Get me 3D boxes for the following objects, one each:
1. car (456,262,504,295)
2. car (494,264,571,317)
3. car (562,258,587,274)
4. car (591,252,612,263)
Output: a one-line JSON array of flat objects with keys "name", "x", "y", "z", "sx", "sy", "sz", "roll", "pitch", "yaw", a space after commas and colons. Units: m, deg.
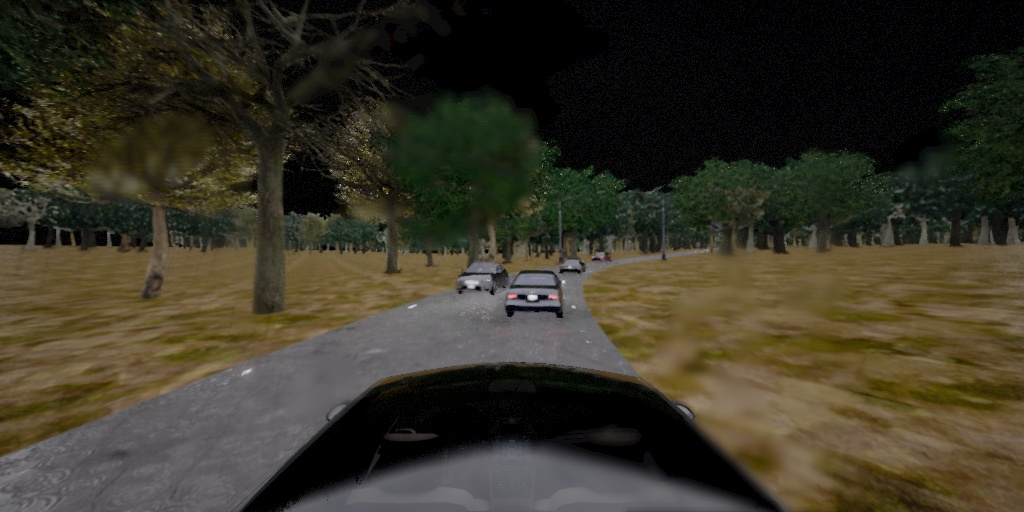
[{"name": "car", "x": -1.406, "y": 1.081, "z": 18.480, "sx": 2.128, "sy": 1.511, "sz": 4.902, "roll": 0, "pitch": 1, "yaw": 10}, {"name": "car", "x": 0.904, "y": 1.207, "z": 12.789, "sx": 2.033, "sy": 1.411, "sz": 5.357, "roll": 0, "pitch": 1, "yaw": 7}, {"name": "car", "x": 5.694, "y": 0.898, "z": 33.113, "sx": 1.994, "sy": 1.385, "sz": 4.181, "roll": 0, "pitch": 1, "yaw": 19}, {"name": "car", "x": 14.418, "y": 0.121, "z": 57.835, "sx": 2.097, "sy": 1.767, "sz": 4.553, "roll": 0, "pitch": 1, "yaw": 34}]
